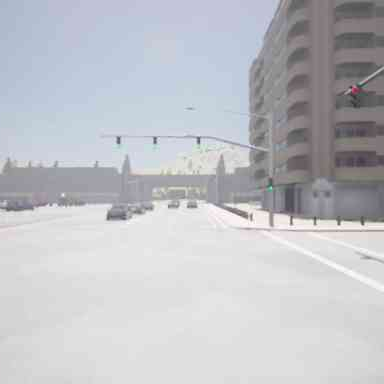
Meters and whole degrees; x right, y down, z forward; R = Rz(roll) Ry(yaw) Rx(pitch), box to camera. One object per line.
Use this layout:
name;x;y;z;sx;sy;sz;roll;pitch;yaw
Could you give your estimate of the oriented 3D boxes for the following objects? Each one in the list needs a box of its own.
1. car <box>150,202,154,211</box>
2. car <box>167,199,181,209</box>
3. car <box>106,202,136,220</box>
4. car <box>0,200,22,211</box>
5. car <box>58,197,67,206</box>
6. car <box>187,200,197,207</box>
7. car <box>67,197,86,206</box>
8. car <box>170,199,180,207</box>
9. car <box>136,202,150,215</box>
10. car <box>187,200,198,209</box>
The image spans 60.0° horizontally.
car;-7.055;2.255;52.164;1.994;1.385;4.181;0;-1;1
car;-3.475;2.413;61.359;1.895;1.301;4.718;0;-1;0
car;-7.077;1.938;32.646;1.837;1.490;4.892;0;-1;0
car;-30.188;2.113;54.303;1.970;1.475;3.806;0;-1;0
car;-27.414;2.105;71.761;1.905;1.878;3.866;0;-1;0
car;0.028;2.328;70.305;2.033;1.411;5.357;0;-1;0
car;-24.520;2.101;71.695;1.932;1.855;4.605;0;-1;0
car;-3.472;2.288;70.307;1.837;1.490;4.892;0;-1;0
car;-7.070;2.050;42.172;2.128;1.511;4.902;0;-1;0
car;0.025;2.376;61.327;1.994;1.385;4.181;0;-1;0
